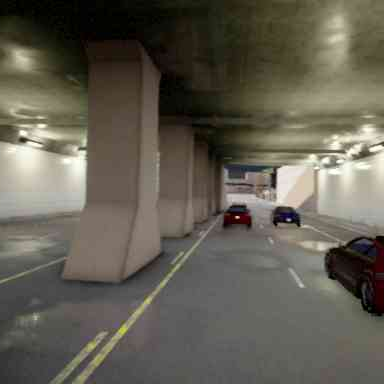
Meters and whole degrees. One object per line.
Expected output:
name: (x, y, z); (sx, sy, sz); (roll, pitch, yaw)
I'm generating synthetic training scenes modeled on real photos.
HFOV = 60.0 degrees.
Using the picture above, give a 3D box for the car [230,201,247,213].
car: (5.873, 1.858, 41.950); (1.895, 1.301, 4.718); (2, 0, 8)

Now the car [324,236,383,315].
car: (4.524, 1.706, 7.712); (1.994, 1.385, 4.181); (2, 0, 8)

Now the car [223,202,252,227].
car: (3.401, 1.714, 24.760); (1.994, 1.385, 4.181); (2, 0, 8)

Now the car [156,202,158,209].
car: (-3.265, 1.577, 28.832); (1.895, 1.301, 4.718); (2, 0, 8)

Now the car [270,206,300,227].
car: (7.033, 1.777, 25.282); (1.812, 1.442, 4.674); (2, 0, 8)
